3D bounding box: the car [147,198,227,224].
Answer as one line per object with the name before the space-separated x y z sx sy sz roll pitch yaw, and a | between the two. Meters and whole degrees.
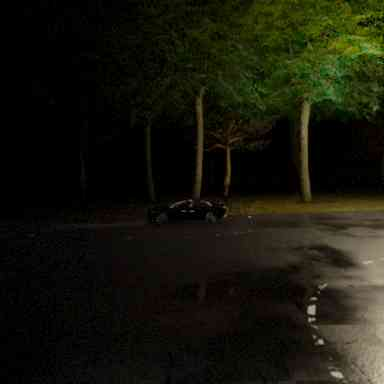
car | -0.299 1.148 20.538 4.902 1.511 2.128 -1 2 -1
